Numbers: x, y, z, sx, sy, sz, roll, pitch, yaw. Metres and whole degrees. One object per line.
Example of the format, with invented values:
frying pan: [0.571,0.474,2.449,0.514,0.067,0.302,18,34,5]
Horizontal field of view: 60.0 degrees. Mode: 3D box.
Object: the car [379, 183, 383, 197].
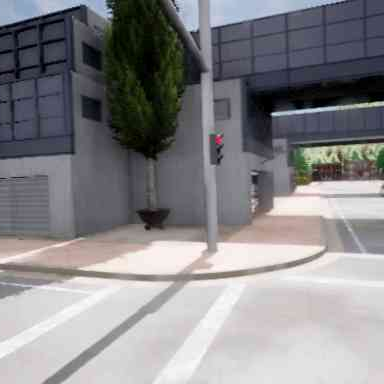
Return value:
car: [18.103,-0.207,29.742,2.128,1.511,4.902,-1,2,21]
